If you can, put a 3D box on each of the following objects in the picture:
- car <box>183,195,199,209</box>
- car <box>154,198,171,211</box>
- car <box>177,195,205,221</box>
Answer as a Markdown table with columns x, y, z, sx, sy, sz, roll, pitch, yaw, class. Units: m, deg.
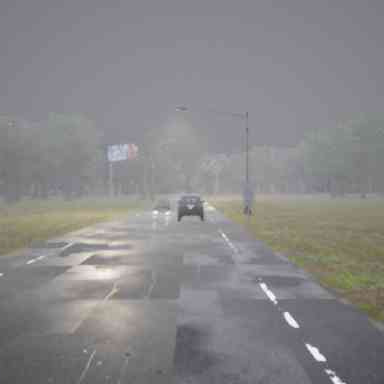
| x | y | z | sx | sy | sz | roll | pitch | yaw | class |
| --- | --- | --- | --- | --- | --- | --- | --- | --- | --- |
| -0.112 | 1.350 | 45.294 | 2.097 | 1.767 | 4.553 | 0 | 0 | 0 | car |
| -3.676 | 1.541 | 42.360 | 1.837 | 1.490 | 4.892 | 0 | 0 | 0 | car |
| -0.086 | 1.292 | 28.343 | 2.150 | 2.045 | 5.566 | 0 | 0 | 0 | car |
